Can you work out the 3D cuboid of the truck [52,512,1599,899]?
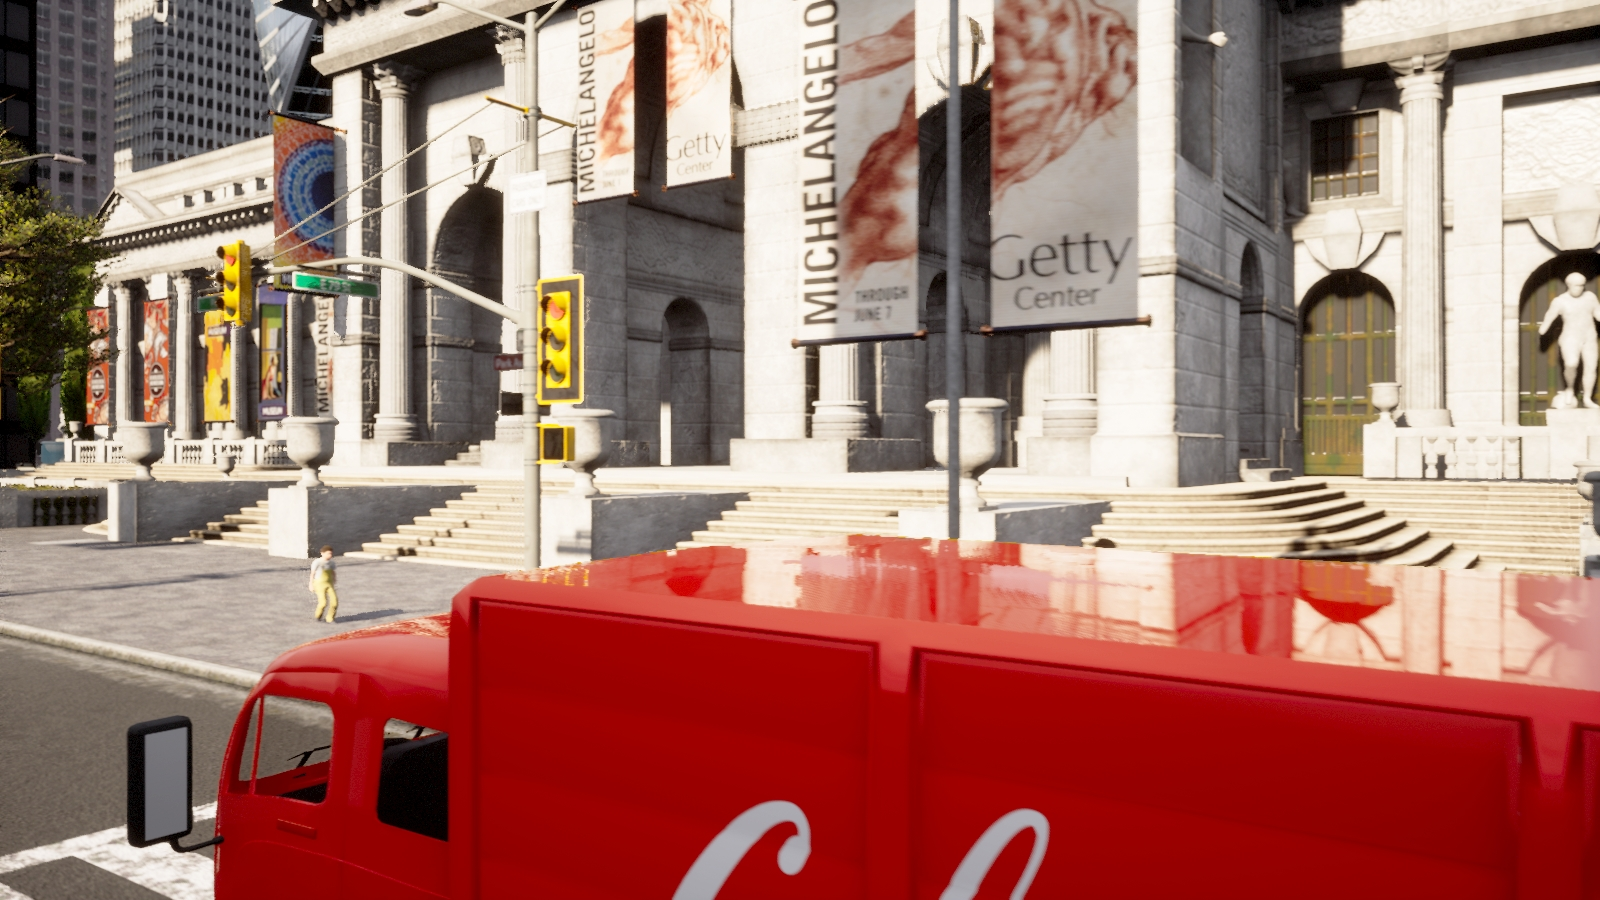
[{"bbox_3d":[0.253,1.567,3.603,5.204,2.467,2.627,0,0,35],"label":"truck"}]

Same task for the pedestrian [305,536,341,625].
[{"bbox_3d":[-7.264,1.979,17.398,0.375,1.300,0.375,0,0,37],"label":"pedestrian"}]
